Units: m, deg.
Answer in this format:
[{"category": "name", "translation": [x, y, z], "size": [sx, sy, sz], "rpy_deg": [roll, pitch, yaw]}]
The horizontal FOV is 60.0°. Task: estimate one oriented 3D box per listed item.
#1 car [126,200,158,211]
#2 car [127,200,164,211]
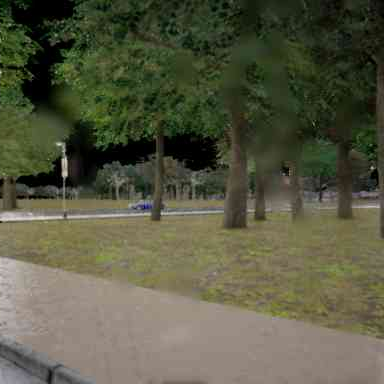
[{"category": "car", "translation": [-7.769, 2.081, 51.983], "size": [4.674, 1.442, 1.812], "rpy_deg": [0, -1, -31]}, {"category": "car", "translation": [-6.536, 2.007, 48.932], "size": [5.008, 1.535, 1.882], "rpy_deg": [0, -1, -31]}]
